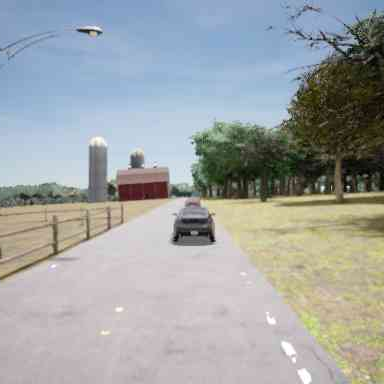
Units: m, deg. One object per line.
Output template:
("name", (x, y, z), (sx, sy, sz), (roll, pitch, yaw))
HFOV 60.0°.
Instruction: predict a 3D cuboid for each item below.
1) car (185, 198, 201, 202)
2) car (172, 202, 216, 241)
("car", (0.091, 1.411, 38.997), (1.812, 1.442, 4.674), (0, 0, 0))
("car", (0.097, 1.452, 16.362), (1.837, 1.490, 4.892), (0, 0, 0))
